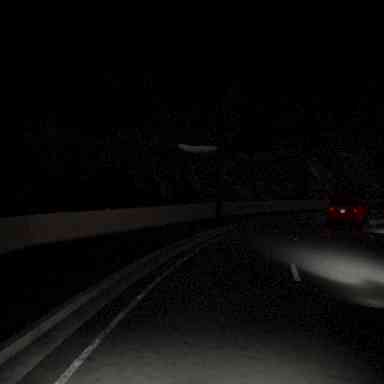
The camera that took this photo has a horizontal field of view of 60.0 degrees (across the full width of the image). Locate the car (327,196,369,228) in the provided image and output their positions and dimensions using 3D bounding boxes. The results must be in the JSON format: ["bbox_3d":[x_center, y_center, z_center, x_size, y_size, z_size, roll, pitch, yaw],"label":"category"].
[{"bbox_3d":[10.852,1.301,23.054,2.150,2.045,5.566,0,0,32],"label":"car"}]

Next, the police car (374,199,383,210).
[{"bbox_3d":[26.207,1.611,43.827,5.238,1.638,1.930,0,0,-29],"label":"police car"}]
